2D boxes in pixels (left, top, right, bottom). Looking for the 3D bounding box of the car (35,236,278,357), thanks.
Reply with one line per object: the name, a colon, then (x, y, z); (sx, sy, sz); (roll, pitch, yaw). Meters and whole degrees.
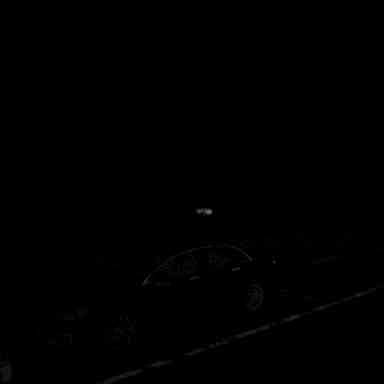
car: (-0.361, 1.529, 5.900); (4.403, 1.369, 2.008); (-1, 0, -35)
